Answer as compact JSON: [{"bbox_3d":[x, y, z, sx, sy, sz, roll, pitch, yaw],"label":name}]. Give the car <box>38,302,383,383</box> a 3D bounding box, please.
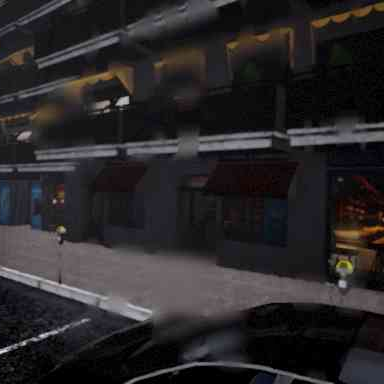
[{"bbox_3d":[0.678,1.558,2.376,4.313,1.339,1.947,1,1,35],"label":"car"}]
